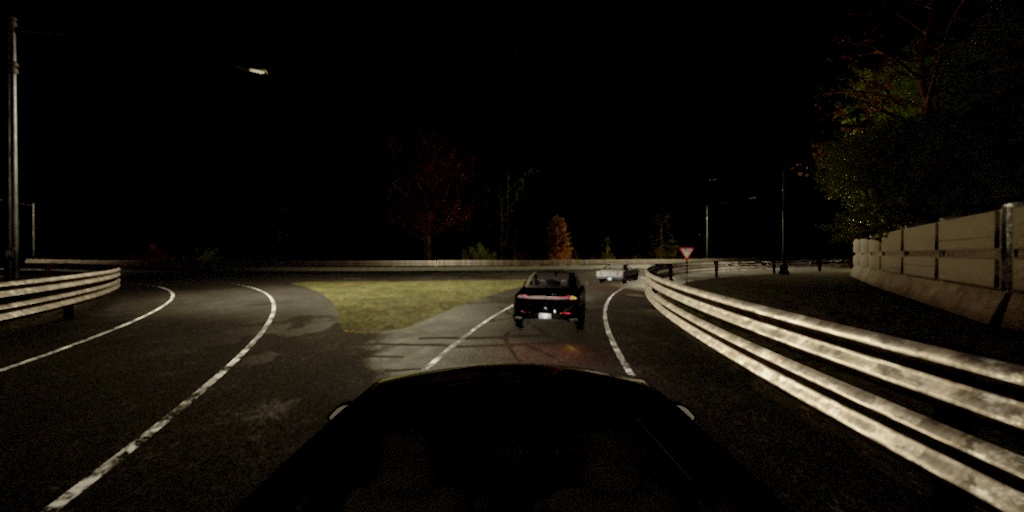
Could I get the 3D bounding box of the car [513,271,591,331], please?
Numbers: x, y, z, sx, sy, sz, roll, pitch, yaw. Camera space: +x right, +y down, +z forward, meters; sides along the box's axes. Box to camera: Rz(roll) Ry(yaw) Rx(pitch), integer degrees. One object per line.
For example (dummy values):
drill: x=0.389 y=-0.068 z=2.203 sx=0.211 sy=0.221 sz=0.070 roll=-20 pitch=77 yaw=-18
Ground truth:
car: x=1.300 y=1.195 z=10.884 sx=2.128 sy=1.511 sz=4.902 roll=0 pitch=0 yaw=12

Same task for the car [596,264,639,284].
car: x=7.745 y=1.227 z=25.864 sx=1.895 sy=1.301 sz=4.718 roll=0 pitch=0 yaw=33
